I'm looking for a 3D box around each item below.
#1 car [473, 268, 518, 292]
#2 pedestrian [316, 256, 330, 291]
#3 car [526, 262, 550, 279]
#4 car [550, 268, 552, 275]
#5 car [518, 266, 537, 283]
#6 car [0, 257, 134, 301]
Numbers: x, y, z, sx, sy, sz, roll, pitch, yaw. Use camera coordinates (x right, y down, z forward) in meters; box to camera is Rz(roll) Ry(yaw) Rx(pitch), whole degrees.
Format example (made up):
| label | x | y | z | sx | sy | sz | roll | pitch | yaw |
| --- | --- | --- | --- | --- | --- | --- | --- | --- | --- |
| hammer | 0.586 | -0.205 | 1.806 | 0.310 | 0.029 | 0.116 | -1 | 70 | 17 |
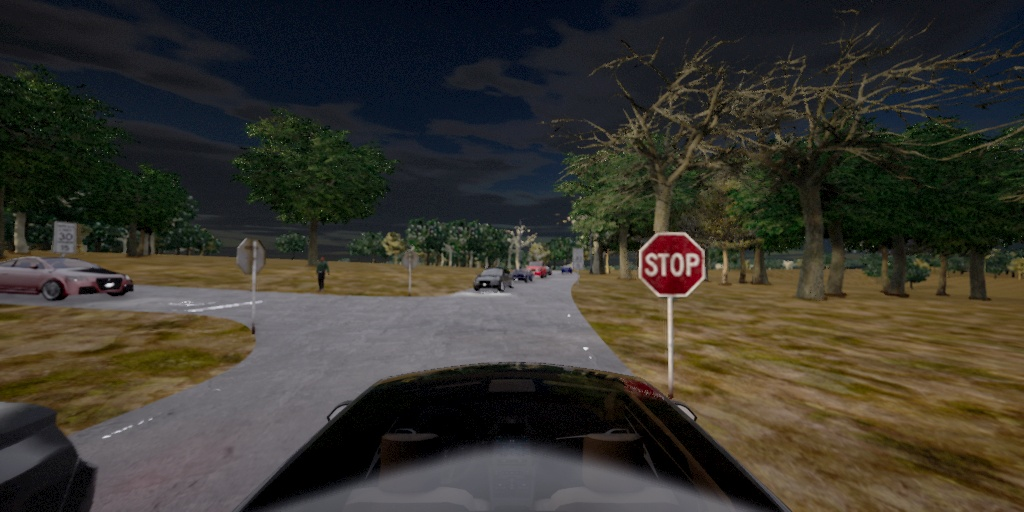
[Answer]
| label | x | y | z | sx | sy | sz | roll | pitch | yaw |
| --- | --- | --- | --- | --- | --- | --- | --- | --- | --- |
| car | -1.156 | 1.574 | 24.495 | 1.837 | 1.490 | 4.892 | 0 | -1 | 13 |
| pedestrian | -9.892 | 0.904 | 18.621 | 0.375 | 1.860 | 0.375 | 0 | -4 | 2 |
| car | 2.999 | 1.719 | 44.355 | 2.150 | 2.045 | 5.566 | 0 | -1 | 12 |
| car | 5.010 | 2.252 | 54.434 | 1.812 | 1.442 | 4.674 | 0 | -1 | 11 |
| car | 0.873 | 1.882 | 34.513 | 1.895 | 1.301 | 4.718 | 0 | -1 | 12 |
| car | -15.933 | 0.735 | 12.528 | 4.181 | 1.385 | 1.994 | 3 | -2 | 3 |
